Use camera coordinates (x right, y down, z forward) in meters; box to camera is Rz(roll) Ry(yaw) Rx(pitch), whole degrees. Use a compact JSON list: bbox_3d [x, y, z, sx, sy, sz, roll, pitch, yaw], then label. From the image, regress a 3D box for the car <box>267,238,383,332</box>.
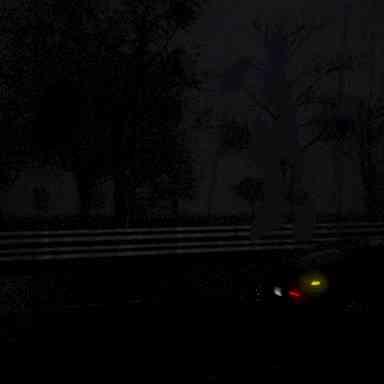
[{"bbox_3d":[3.849,1.690,6.833,4.674,1.442,1.812,0,-2,-14],"label":"car"}]
